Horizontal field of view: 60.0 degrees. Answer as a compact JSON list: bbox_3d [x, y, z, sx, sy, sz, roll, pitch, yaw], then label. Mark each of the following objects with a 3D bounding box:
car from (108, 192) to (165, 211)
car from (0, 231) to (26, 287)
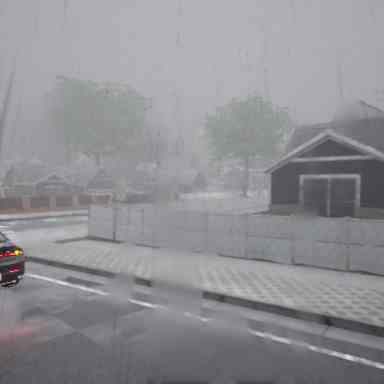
[{"bbox_3d":[-4.453,1.020,27.669,2.150,2.045,5.566,1,1,34],"label":"car"},{"bbox_3d":[-5.982,1.506,8.073,4.892,1.490,1.837,0,0,34],"label":"car"}]
